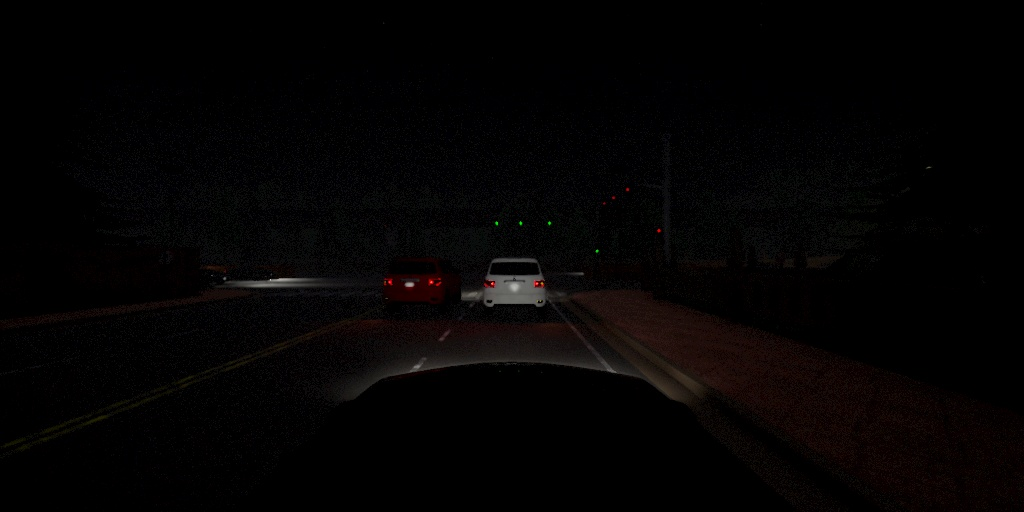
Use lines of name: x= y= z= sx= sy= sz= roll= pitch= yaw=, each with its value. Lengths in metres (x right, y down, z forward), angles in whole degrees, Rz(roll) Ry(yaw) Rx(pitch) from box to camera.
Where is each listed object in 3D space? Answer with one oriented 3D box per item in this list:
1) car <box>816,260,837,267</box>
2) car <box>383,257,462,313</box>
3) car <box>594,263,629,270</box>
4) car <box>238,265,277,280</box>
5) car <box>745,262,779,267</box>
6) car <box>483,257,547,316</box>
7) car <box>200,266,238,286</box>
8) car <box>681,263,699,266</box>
car: x=43.528 y=1.243 z=48.125 sx=4.902 sy=1.511 sz=2.128 roll=-3 pitch=0 yaw=0
car: x=-3.431 y=1.080 z=14.641 sx=2.150 sy=2.045 sz=5.566 roll=0 pitch=-1 yaw=0
car: x=13.535 y=1.654 z=48.240 sx=4.892 sy=1.490 sz=1.837 roll=0 pitch=0 yaw=0
car: x=-24.973 y=1.593 z=34.259 sx=4.181 sy=1.385 sz=1.994 roll=0 pitch=0 yaw=0
car: x=33.150 y=1.620 z=48.163 sx=4.892 sy=1.490 sz=1.837 roll=-1 pitch=0 yaw=0
car: x=0.106 y=1.075 z=13.984 sx=2.150 sy=2.045 sz=5.566 roll=0 pitch=-1 yaw=1
car: x=-24.248 y=1.460 z=27.242 sx=4.902 sy=1.511 sz=2.128 roll=0 pitch=0 yaw=1
car: x=23.303 y=1.696 z=48.191 sx=5.357 sy=1.411 sz=2.033 roll=0 pitch=0 yaw=0
